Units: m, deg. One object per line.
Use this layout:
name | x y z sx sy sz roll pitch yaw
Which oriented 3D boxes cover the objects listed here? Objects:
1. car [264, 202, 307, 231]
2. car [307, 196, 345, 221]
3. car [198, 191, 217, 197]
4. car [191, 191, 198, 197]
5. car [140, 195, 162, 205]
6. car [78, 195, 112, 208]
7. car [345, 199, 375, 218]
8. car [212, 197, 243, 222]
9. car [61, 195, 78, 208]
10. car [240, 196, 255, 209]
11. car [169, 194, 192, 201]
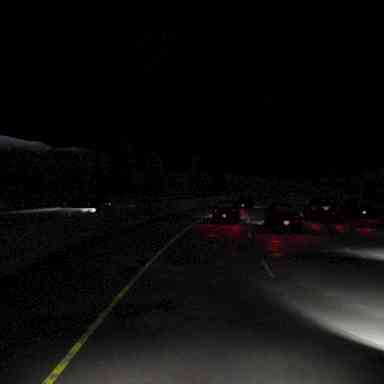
car | 5.292 1.404 19.692 1.812 1.442 4.674 0 0 8
car | 9.927 1.199 25.630 2.097 1.767 4.553 0 0 11
car | 4.290 0.656 79.106 2.150 2.045 5.566 0 0 30
car | 1.268 0.637 80.872 2.150 2.045 5.566 0 0 30
car | -5.867 1.199 48.310 1.812 1.442 4.674 0 0 19
car | -11.701 1.275 41.158 1.994 1.385 4.181 0 0 16
car | 14.148 1.339 28.627 1.837 1.490 4.892 0 0 13
car | 2.559 1.365 24.379 1.812 1.442 4.674 0 1 10
car | -14.847 1.186 42.927 2.128 1.511 4.902 0 0 16
car | 6.541 1.249 40.572 1.837 1.490 4.892 0 0 17
car | -1.956 1.241 48.878 1.994 1.385 4.181 0 0 19
